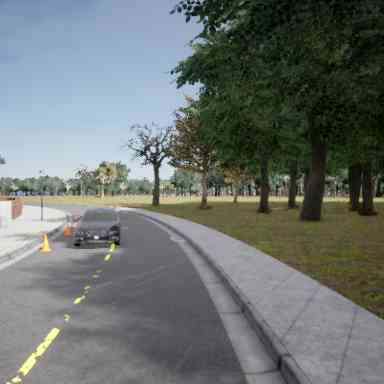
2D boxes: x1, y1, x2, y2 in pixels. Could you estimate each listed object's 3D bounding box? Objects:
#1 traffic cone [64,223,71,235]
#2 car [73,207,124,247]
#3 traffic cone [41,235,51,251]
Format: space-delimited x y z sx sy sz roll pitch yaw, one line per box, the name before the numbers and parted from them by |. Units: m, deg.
traffic cone | -6.558 1.956 17.544 0.340 0.580 0.340 0 0 -13
car | -4.157 1.503 15.175 1.837 1.490 4.892 0 0 -11
traffic cone | -5.617 1.954 12.771 0.340 0.580 0.340 0 0 -10
